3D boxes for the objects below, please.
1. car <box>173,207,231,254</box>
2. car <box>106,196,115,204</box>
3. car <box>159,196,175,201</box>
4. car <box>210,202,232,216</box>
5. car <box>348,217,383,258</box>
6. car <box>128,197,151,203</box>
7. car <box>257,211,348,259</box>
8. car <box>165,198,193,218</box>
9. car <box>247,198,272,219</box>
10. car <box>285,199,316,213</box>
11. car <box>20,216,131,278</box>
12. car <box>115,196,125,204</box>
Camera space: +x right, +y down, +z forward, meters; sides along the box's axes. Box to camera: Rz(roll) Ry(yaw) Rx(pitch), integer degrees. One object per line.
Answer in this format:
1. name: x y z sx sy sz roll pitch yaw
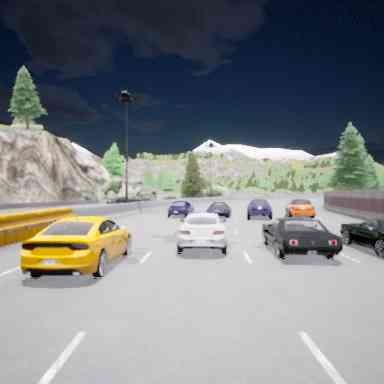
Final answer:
1. car: 0.451 1.535 13.529 1.812 1.442 4.674 0 0 3
2. car: -14.101 1.537 62.275 2.128 1.511 4.902 0 0 21
3. car: -4.203 1.544 58.801 1.837 1.490 4.892 0 0 21
4. car: 2.522 1.585 30.227 1.994 1.385 4.181 0 0 10
5. car: 7.389 1.609 12.637 1.895 1.301 4.718 0 0 3
6. car: -8.761 1.586 56.521 2.033 1.411 5.357 0 0 20
7. car: 3.880 1.609 12.605 1.895 1.301 4.718 0 0 3
8. car: -0.969 1.547 30.619 1.812 1.442 4.674 0 0 10
9. car: 5.926 1.372 29.371 2.097 1.767 4.553 0 0 10
10. car: 9.477 1.372 29.369 2.097 1.767 4.553 0 0 10
11. car: -3.221 1.485 10.239 1.882 1.535 5.008 0 0 2
12. car: -11.133 1.589 60.222 2.033 1.411 5.357 0 0 21
